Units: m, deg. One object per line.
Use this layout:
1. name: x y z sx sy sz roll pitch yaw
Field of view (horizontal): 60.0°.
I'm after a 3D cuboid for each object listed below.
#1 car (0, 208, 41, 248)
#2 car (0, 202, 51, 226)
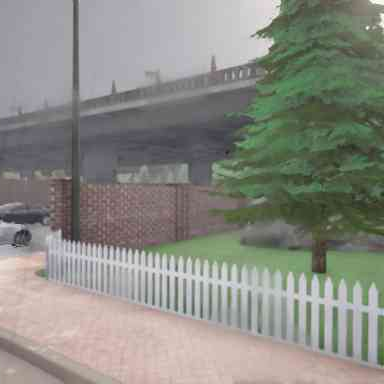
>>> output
1. car: -8.050 1.471 11.924 1.812 1.442 4.674 -1 -1 22
2. car: -10.787 1.415 20.544 1.837 1.490 4.892 0 0 34
